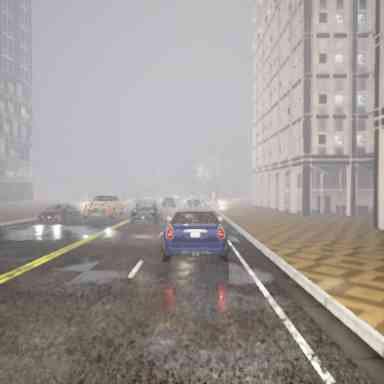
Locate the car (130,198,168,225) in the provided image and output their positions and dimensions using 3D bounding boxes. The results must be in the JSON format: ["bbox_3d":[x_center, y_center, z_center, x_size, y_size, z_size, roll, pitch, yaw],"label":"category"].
[{"bbox_3d":[-3.137,1.430,23.665,2.128,1.511,4.902,0,0,0],"label":"car"}]

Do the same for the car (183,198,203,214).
[{"bbox_3d":[0.120,1.450,35.840,2.033,1.411,5.357,0,0,0],"label":"car"}]

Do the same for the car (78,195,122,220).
[{"bbox_3d":[-6.486,0.945,24.700,2.097,1.767,4.553,0,0,0],"label":"car"}]

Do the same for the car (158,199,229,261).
[{"bbox_3d":[0.107,1.321,12.265,2.097,1.767,4.553,0,0,0],"label":"car"}]

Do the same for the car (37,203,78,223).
[{"bbox_3d":[-9.736,1.544,24.678,1.994,1.385,4.181,0,0,0],"label":"car"}]

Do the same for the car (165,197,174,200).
[{"bbox_3d":[-3.124,1.398,44.992,1.812,1.442,4.674,0,0,0],"label":"car"}]
